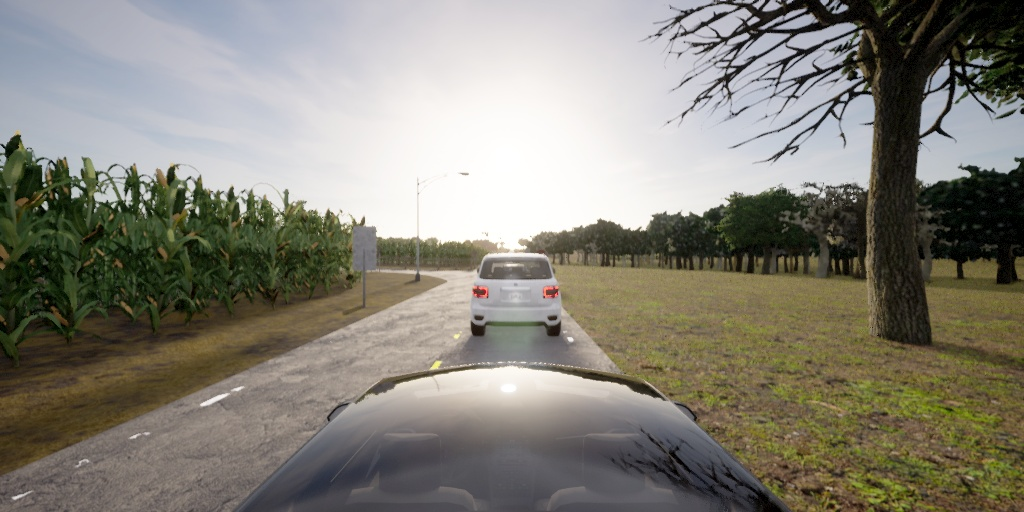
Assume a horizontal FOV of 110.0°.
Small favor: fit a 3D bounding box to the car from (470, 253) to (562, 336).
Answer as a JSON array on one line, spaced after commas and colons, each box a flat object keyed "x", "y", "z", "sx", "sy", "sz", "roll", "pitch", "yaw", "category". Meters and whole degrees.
[{"x": 0.116, "y": 0.939, "z": 10.391, "sx": 2.150, "sy": 2.045, "sz": 5.566, "roll": 0, "pitch": 0, "yaw": 1, "category": "car"}]
